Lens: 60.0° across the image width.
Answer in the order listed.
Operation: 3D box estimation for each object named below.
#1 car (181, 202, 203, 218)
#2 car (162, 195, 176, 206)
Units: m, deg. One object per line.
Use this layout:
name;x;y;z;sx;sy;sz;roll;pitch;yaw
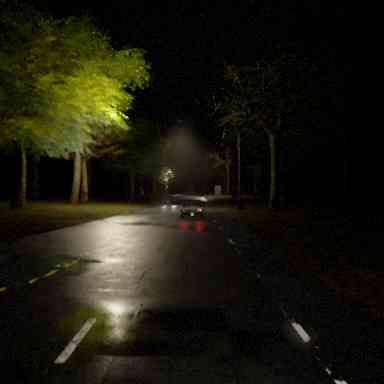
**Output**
car;0.011;1.519;29.291;1.895;1.301;4.718;0;0;0
car;-3.483;1.229;51.802;1.812;1.442;4.674;0;1;0
